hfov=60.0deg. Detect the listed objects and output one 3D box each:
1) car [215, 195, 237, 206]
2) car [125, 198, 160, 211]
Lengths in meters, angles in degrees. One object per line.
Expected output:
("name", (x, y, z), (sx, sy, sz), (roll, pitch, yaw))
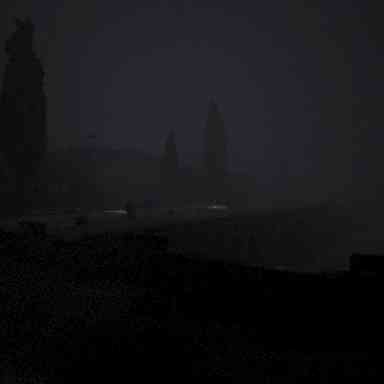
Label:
("car", (5.718, 1.361, 56.090), (2.097, 1.767, 4.553), (0, 0, 35))
("car", (-5.901, 1.493, 39.942), (1.837, 1.490, 4.892), (0, 0, 36))
